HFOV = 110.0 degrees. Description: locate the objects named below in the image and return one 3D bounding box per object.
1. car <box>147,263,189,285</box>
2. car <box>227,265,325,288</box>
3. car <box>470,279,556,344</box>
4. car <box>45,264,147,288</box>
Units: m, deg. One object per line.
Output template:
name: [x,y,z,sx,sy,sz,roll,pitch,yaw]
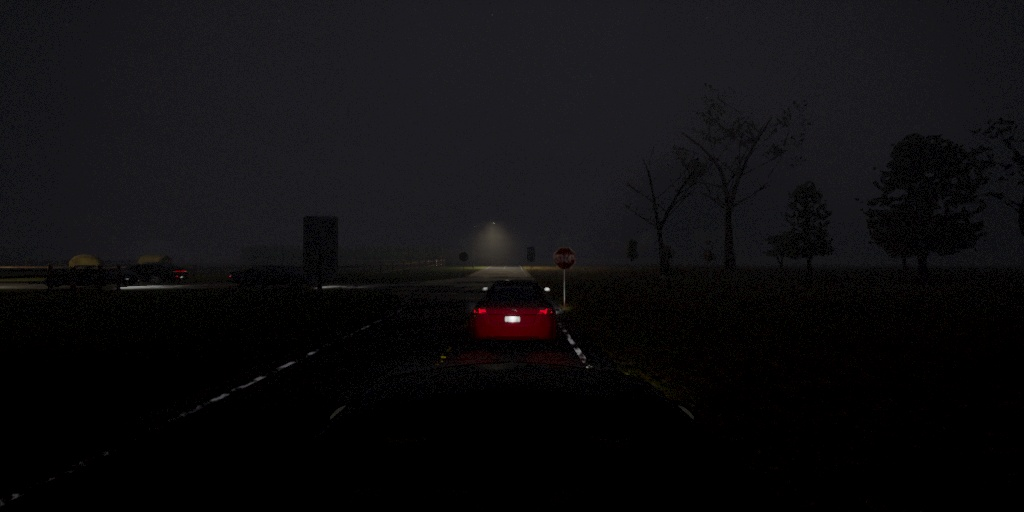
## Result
car: [-26.024,1.263,25.541,4.892,1.490,1.837,0,-1,-2]
car: [-14.909,1.265,22.811,5.357,1.411,2.033,0,-1,0]
car: [0.099,1.315,9.638,1.994,1.385,4.181,0,0,3]
car: [-26.266,1.269,22.570,4.181,1.385,1.994,0,-1,-2]
